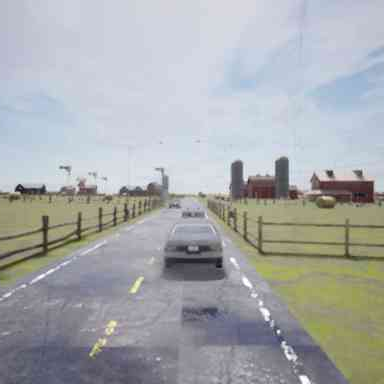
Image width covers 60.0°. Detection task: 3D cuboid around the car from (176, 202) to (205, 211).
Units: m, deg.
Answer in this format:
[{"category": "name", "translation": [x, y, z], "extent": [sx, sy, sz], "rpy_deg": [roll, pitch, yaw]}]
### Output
[{"category": "car", "translation": [0.094, 1.721, 26.699], "extent": [2.033, 1.411, 5.357], "rpy_deg": [0, 0, 1]}]

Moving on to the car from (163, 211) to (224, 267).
[{"category": "car", "translation": [0.064, 1.623, 11.676], "extent": [2.033, 1.411, 5.357], "rpy_deg": [0, 0, 1]}]

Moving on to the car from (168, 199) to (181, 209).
[{"category": "car", "translation": [-2.715, 1.850, 52.728], "extent": [1.837, 1.490, 4.892], "rpy_deg": [0, -1, 0]}]
